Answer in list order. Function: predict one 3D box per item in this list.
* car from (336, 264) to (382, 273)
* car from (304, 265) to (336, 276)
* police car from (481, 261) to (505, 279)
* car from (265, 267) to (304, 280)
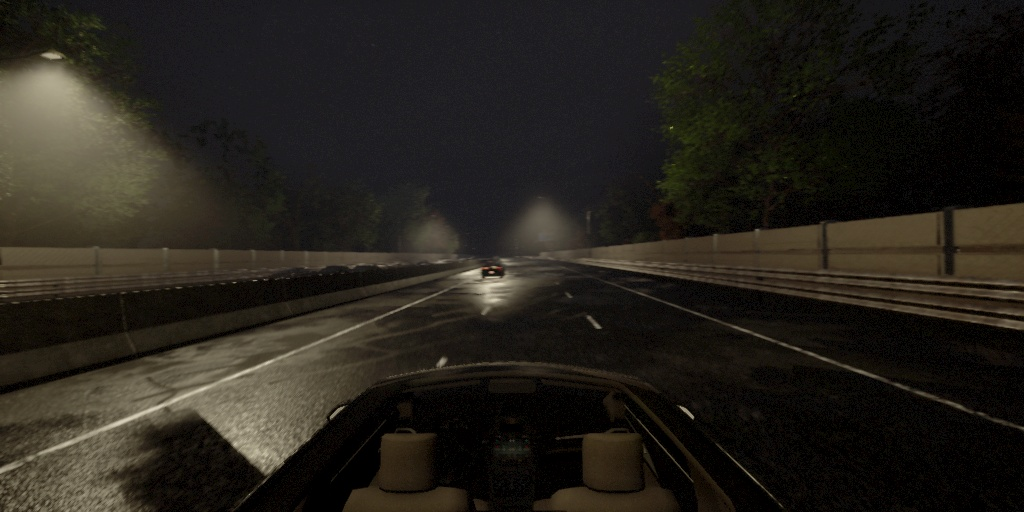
[{"bbox_3d":[-12.451,1.507,30.389,1.882,1.535,5.008,-1,0,3],"label":"car"},{"bbox_3d":[-15.866,1.586,31.987,1.882,1.535,5.008,-1,0,3],"label":"car"},{"bbox_3d":[-1.705,1.289,33.961,2.038,1.542,4.974,-1,0,2],"label":"police car"},{"bbox_3d":[-19.366,1.738,31.952,2.033,1.411,5.357,-1,0,3],"label":"car"}]
